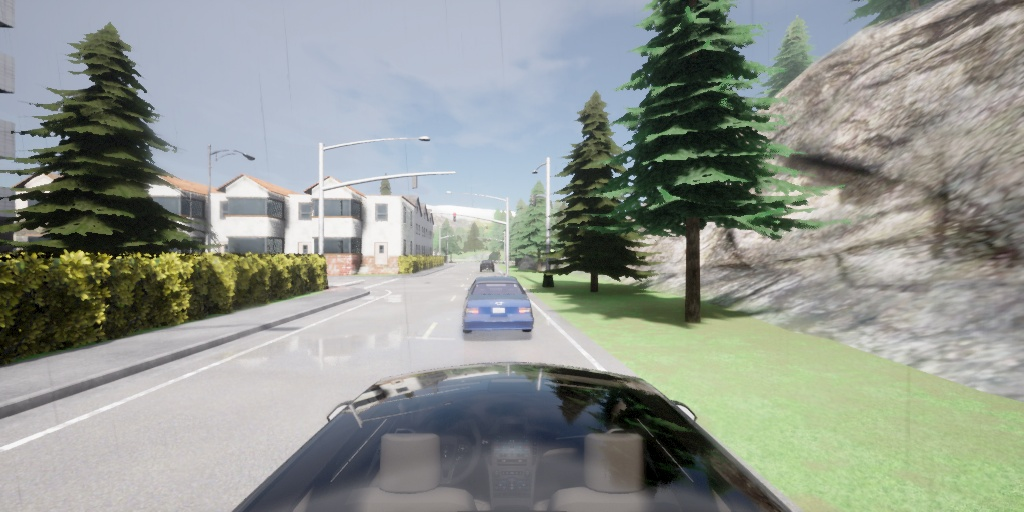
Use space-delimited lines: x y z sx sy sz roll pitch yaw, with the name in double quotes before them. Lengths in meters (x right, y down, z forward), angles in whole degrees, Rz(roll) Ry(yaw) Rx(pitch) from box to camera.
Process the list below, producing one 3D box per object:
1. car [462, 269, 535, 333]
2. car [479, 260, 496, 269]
"car" -0.481 1.297 10.737 2.033 1.411 5.357 0 0 -4
"car" -3.194 1.255 46.126 1.837 1.490 4.892 0 0 -4
